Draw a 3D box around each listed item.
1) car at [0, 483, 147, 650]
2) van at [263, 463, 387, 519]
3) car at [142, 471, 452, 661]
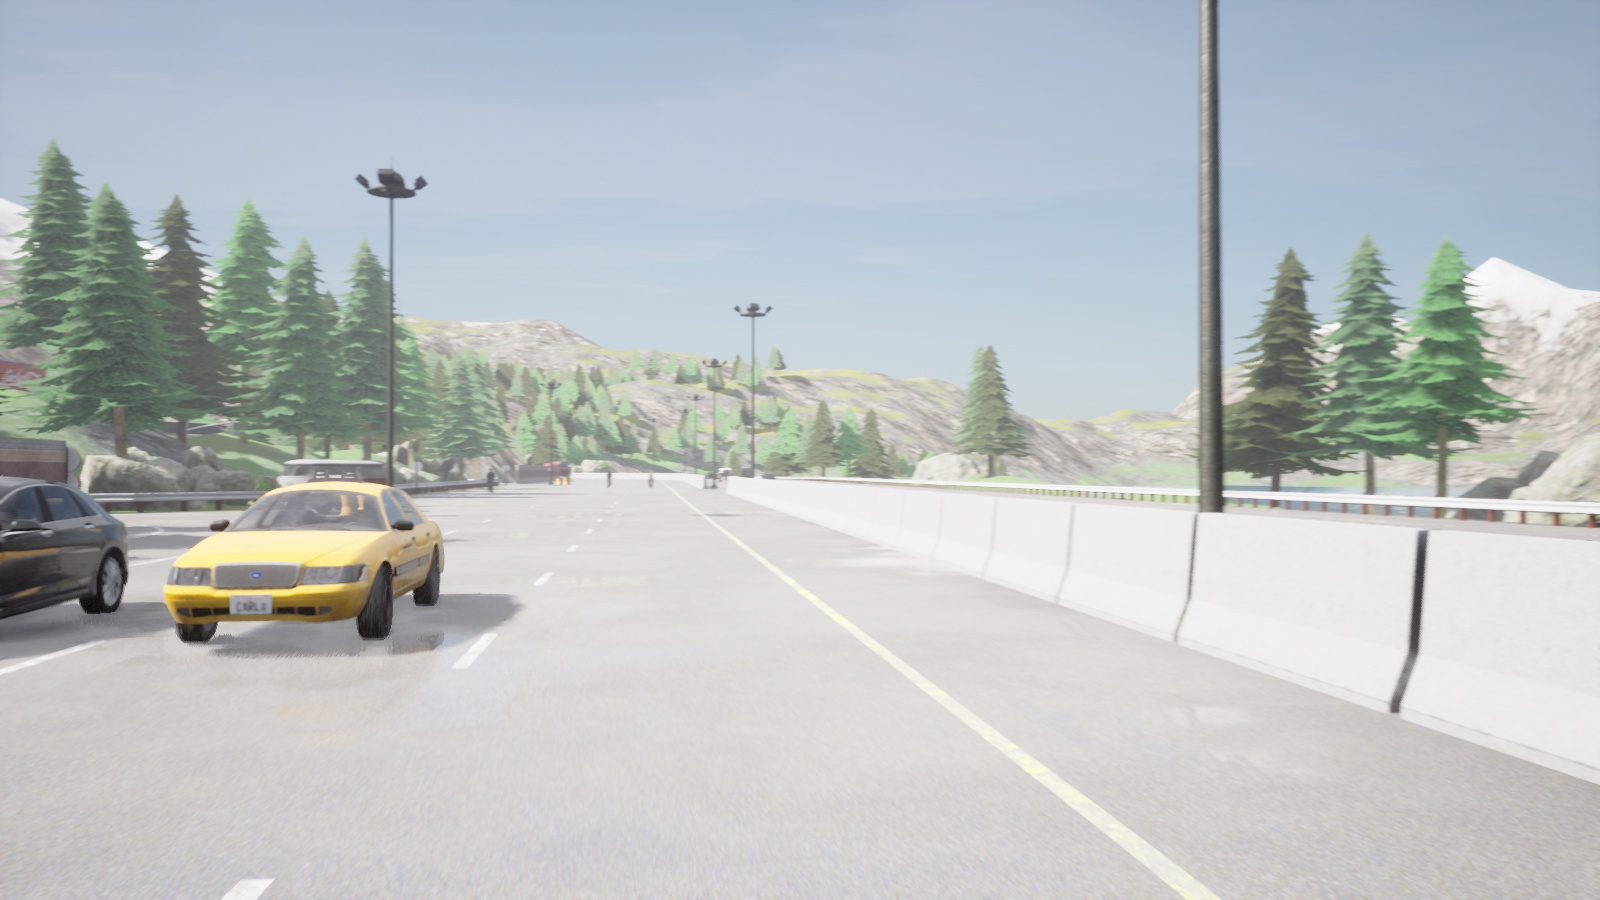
[{"bbox_3d":[-8.293,1.092,12.242,1.837,1.490,4.892,0,-1,-7],"label":"car"},{"bbox_3d":[-17.701,1.501,47.004,1.775,1.987,4.442,0,-1,23],"label":"van"},{"bbox_3d":[-4.962,1.018,13.250,1.801,1.575,5.366,0,-1,-8],"label":"car"}]
